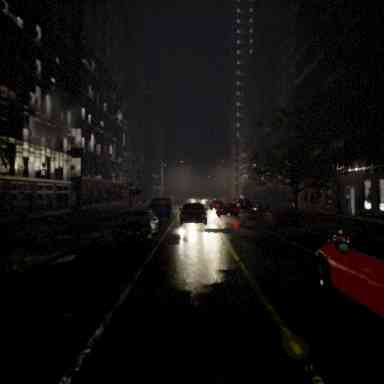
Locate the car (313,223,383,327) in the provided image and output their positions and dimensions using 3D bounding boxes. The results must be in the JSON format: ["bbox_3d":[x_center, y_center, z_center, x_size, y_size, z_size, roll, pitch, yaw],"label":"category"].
[{"bbox_3d":[3.918,1.376,6.107,2.097,1.767,4.553,0,0,0],"label":"car"}]

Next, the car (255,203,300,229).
[{"bbox_3d":[5.784,1.596,21.956,2.008,1.369,4.403,0,0,0],"label":"car"}]

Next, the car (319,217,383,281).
[{"bbox_3d":[5.729,1.620,10.572,1.802,1.307,4.206,0,0,0],"label":"car"}]

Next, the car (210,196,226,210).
[{"bbox_3d":[3.207,1.591,42.514,1.994,1.385,4.181,0,0,0],"label":"car"}]

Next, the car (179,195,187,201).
[{"bbox_3d":[-2.295,1.538,84.620,1.802,1.307,4.206,0,0,0],"label":"car"}]

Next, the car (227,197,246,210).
[{"bbox_3d":[5.894,1.478,44.726,1.967,1.590,4.097,0,0,0],"label":"car"}]

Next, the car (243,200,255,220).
[{"bbox_3d":[5.812,1.596,27.649,2.008,1.369,4.403,0,0,0],"label":"car"}]

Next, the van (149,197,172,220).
[{"bbox_3d":[-2.568,1.347,27.693,1.690,1.788,3.998,0,0,0],"label":"van"}]

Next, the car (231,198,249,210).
[{"bbox_3d":[5.867,1.481,39.034,1.967,1.590,4.097,0,0,0],"label":"car"}]

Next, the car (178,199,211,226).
[{"bbox_3d":[0.102,1.496,23.787,1.882,1.535,5.008,0,0,0],"label":"car"}]

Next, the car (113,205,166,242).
[{"bbox_3d":[-2.624,1.554,16.308,2.008,1.369,4.403,0,0,0],"label":"car"}]

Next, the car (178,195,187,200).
[{"bbox_3d":[-2.322,1.510,78.927,1.887,1.381,4.507,0,0,0],"label":"car"}]

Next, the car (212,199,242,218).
[{"bbox_3d":[3.180,1.633,30.745,1.895,1.301,4.718,0,0,1],"label":"car"}]
